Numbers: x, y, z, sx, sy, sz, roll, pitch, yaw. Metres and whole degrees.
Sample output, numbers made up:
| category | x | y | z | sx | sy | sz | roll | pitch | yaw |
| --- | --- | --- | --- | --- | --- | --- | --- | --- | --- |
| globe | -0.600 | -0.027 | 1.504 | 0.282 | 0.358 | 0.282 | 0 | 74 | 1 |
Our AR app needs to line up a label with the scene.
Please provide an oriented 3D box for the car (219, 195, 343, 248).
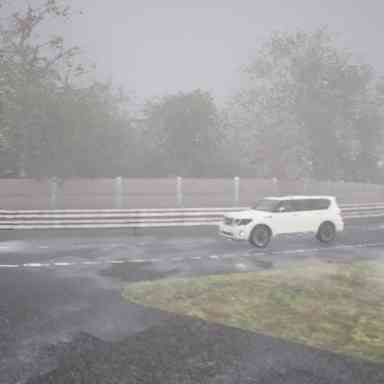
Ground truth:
| category | x | y | z | sx | sy | sz | roll | pitch | yaw |
| --- | --- | --- | --- | --- | --- | --- | --- | --- | --- |
| car | 3.963 | 1.179 | 14.624 | 5.566 | 2.045 | 2.150 | 0 | 0 | -21 |
